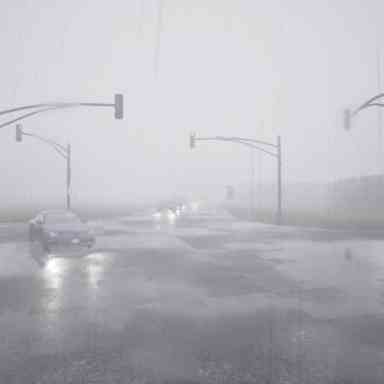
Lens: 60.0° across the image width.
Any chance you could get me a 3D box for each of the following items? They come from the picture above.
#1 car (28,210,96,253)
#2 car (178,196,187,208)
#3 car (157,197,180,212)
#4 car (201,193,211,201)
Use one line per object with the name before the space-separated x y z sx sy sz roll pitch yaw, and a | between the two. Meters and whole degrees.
car | -5.619 1.525 14.053 1.812 1.442 4.674 1 -1 -36
car | -2.358 1.486 47.560 2.128 1.511 4.902 0 0 3
car | -2.812 1.600 38.245 1.895 1.301 4.718 0 0 3
car | 3.362 1.191 79.079 2.150 2.045 5.566 0 0 5
